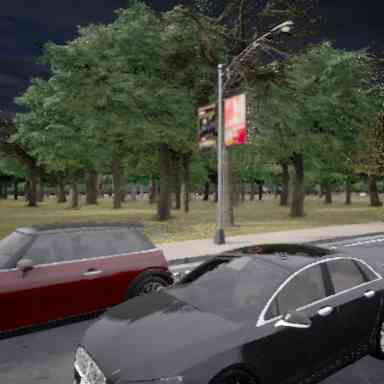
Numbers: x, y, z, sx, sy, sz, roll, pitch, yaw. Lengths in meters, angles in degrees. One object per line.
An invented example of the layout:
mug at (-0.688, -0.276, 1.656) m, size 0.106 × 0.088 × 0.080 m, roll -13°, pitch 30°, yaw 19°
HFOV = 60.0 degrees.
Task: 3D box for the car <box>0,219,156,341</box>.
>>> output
car at (-2.602, 1.357, 5.822) m, size 4.553 × 1.767 × 2.097 m, roll 0°, pitch 0°, yaw -35°

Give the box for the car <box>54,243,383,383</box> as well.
car at (1.008, 1.519, 4.405) m, size 4.892 × 1.490 × 1.837 m, roll 0°, pitch 0°, yaw -36°
